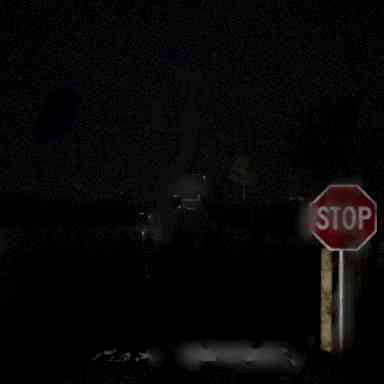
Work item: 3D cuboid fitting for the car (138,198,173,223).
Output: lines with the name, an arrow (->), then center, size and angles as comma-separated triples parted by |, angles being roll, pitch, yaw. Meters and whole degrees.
car -> -2.853, 1.496, 25.268 | 2.128, 1.511, 4.902 | 0, 0, 0

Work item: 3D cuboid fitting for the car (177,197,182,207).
car -> -2.844, 1.510, 48.845 | 2.128, 1.511, 4.902 | 0, 0, 0

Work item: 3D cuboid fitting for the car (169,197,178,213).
car -> -2.851, 1.570, 36.251 | 1.994, 1.385, 4.181 | 0, 0, 0

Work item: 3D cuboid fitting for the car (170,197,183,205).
car -> -2.777, 1.579, 60.476 | 2.033, 1.411, 5.357 | 0, 0, 0
